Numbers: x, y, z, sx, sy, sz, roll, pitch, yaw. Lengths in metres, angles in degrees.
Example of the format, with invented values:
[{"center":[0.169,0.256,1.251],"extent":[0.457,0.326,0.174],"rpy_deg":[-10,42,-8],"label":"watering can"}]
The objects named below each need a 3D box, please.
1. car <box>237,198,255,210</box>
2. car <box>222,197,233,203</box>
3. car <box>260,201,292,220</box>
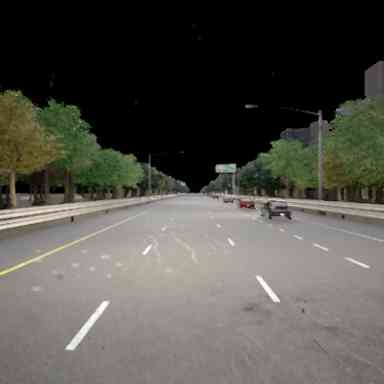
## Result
[{"center":[7.118,1.522,44.408],"extent":[1.882,1.535,5.008],"rpy_deg":[0,0,0],"label":"car"},{"center":[7.267,1.650,67.979],"extent":[1.895,1.301,4.718],"rpy_deg":[0,0,0],"label":"car"},{"center":[7.050,1.517,28.348],"extent":[1.837,1.490,4.892],"rpy_deg":[0,0,0],"label":"car"}]
